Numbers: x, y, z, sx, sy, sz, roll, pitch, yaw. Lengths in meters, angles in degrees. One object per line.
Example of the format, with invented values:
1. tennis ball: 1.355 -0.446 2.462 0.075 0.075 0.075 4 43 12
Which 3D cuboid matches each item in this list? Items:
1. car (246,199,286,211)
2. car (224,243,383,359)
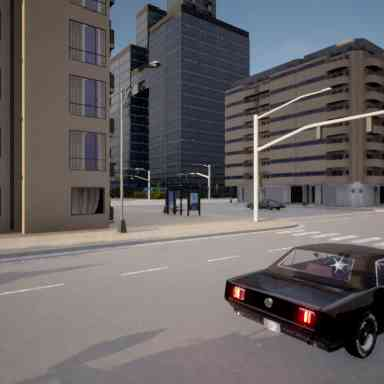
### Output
1. car: 9.467 1.603 42.832 2.033 1.411 5.357 0 0 -38
2. car: 2.922 1.601 6.009 4.718 1.301 1.895 0 0 -36
